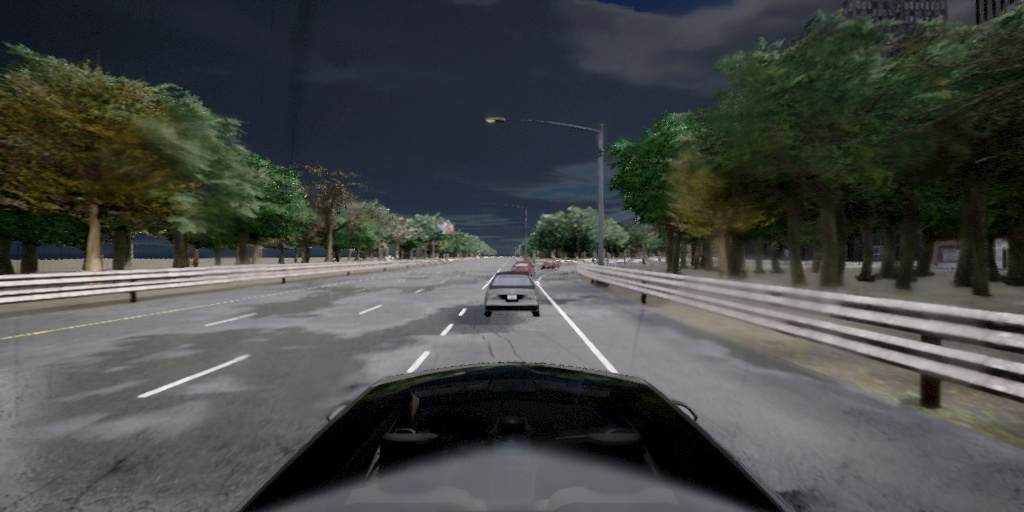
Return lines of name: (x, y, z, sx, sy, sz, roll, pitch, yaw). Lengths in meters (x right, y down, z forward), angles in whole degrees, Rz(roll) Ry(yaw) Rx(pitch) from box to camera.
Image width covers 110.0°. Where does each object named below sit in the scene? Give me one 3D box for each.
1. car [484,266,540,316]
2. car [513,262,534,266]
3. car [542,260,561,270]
car: (0.000, 1.284, 13.278, 2.033, 1.411, 5.357, 0, 0, 0)
car: (1.051, 1.240, 33.208, 1.812, 1.442, 4.674, 0, 0, 8)
car: (5.579, 1.219, 50.633, 1.812, 1.442, 4.674, 0, 0, 21)
